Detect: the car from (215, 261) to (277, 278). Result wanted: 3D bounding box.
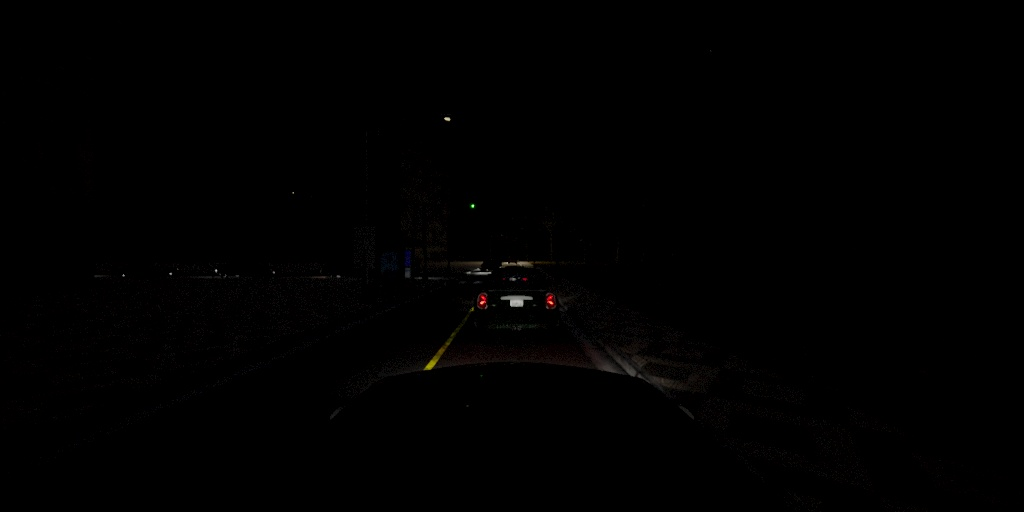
[{"bbox_3d":[-23.829,1.205,32.228,4.902,1.511,2.128,0,0,2],"label":"car"}]

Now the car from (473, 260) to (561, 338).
[{"bbox_3d":[0.114,1.109,10.378,2.097,1.767,4.553,0,0,0],"label":"car"}]

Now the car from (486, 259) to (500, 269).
[{"bbox_3d":[-2.945,1.264,55.829,1.837,1.490,4.892,0,0,0],"label":"car"}]

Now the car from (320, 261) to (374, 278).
[{"bbox_3d":[-14.456,1.232,31.965,4.902,1.511,2.128,0,0,2],"label":"car"}]

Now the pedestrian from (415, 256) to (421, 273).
[{"bbox_3d":[-9.985,0.848,38.074,0.375,1.860,0.375,0,0,2],"label":"pedestrian"}]

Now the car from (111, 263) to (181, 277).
[{"bbox_3d":[-33.066,1.289,32.493,4.718,1.301,1.895,0,0,2],"label":"car"}]
